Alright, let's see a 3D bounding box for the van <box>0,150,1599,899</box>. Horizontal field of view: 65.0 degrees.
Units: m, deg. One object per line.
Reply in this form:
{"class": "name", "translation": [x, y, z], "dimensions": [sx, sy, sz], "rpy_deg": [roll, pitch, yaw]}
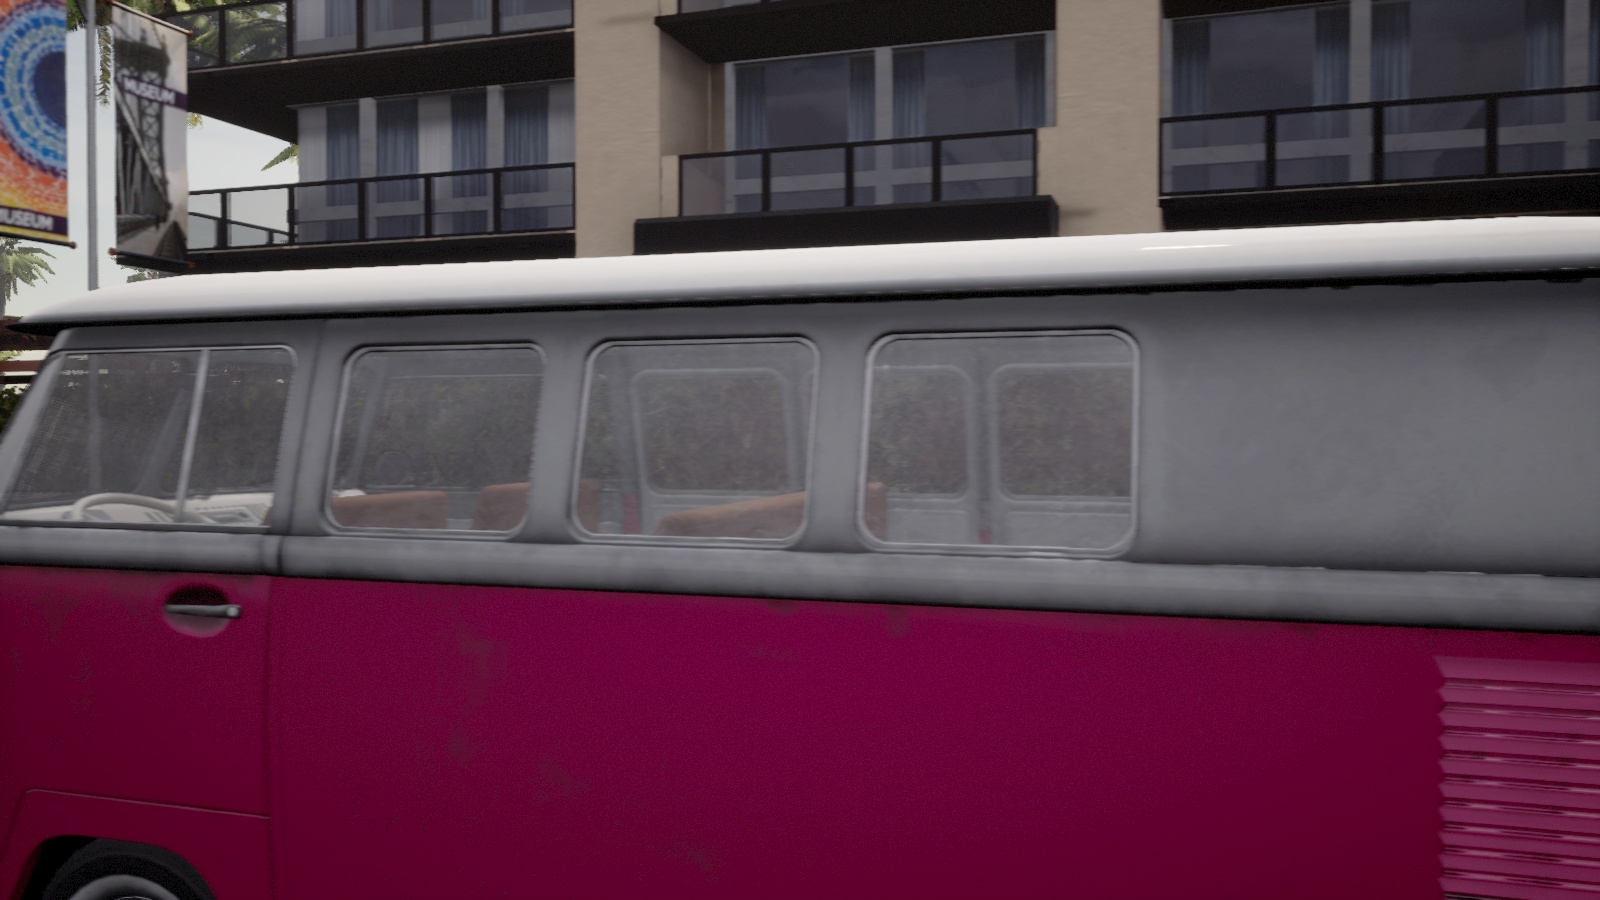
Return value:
{"class": "van", "translation": [-0.204, 0.525, 3.201], "dimensions": [4.442, 1.987, 1.775], "rpy_deg": [1, 1, 18]}
